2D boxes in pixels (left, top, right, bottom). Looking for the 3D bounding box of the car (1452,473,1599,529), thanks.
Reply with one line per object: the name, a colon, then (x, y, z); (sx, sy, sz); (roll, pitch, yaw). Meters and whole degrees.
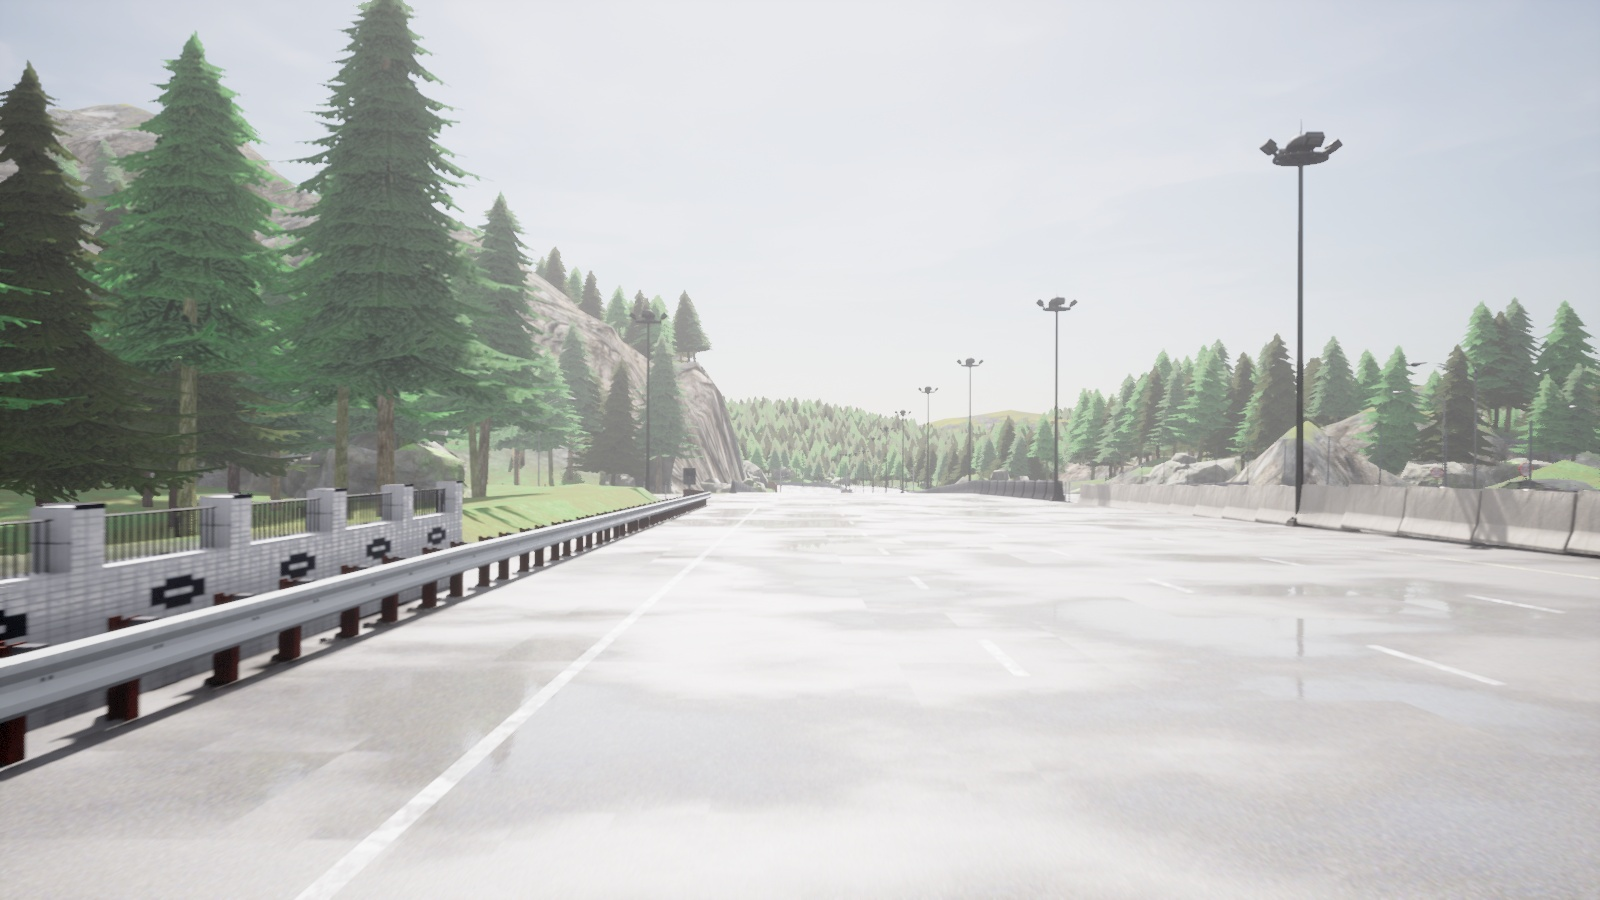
car: (20.914, 1.392, 35.799); (2.163, 1.488, 4.792); (0, -1, 0)
